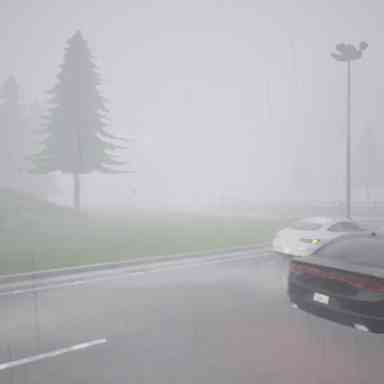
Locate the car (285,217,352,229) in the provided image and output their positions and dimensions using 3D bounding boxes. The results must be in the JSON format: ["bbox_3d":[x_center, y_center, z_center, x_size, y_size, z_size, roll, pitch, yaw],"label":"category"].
[{"bbox_3d":[4.757,1.581,11.442,4.674,1.442,1.812,1,0,-35],"label":"car"}]

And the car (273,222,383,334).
[{"bbox_3d":[4.028,1.514,6.622,5.008,1.535,1.882,0,0,-36],"label":"car"}]
